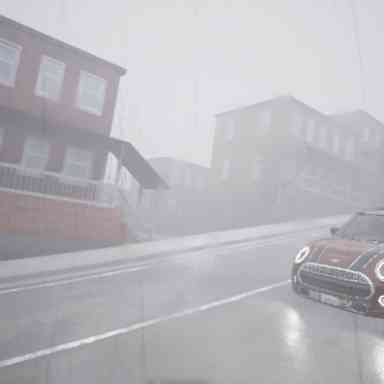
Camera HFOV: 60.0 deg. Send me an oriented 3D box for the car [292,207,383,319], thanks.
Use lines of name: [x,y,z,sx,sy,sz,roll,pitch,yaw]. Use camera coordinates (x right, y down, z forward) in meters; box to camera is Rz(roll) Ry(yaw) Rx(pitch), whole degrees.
car: [4.145,1.145,6.938,4.553,1.767,2.097,-3,2,-35]
